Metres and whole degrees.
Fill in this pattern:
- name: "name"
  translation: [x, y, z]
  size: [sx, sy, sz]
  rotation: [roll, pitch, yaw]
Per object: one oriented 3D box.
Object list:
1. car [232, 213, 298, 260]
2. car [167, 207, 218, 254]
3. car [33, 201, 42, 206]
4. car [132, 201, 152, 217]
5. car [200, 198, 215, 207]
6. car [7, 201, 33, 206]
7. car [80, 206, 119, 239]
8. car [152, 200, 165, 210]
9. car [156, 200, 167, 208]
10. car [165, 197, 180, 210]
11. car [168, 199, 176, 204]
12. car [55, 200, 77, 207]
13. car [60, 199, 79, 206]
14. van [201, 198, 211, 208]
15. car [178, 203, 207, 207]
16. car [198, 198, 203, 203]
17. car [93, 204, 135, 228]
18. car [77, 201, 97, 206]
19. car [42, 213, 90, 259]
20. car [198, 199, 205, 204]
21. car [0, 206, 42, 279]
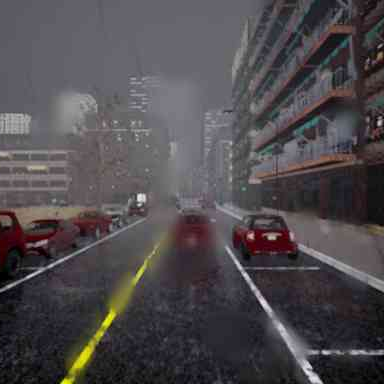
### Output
- name: "car"
  translation: [2.684, 1.573, 13.081]
  size: [1.967, 1.590, 4.097]
  rotation: [0, -1, 0]
- name: "car"
  translation: [0.032, 1.622, 14.227]
  size: [1.882, 1.535, 5.008]
  rotation: [0, 0, 1]
- name: "car"
  translation: [-39.167, 2.961, 82.045]
  size: [4.206, 1.307, 1.802]
  rotation: [-1, 1, 0]
- name: "car"
  translation: [-5.695, 1.799, 35.192]
  size: [1.967, 1.590, 4.097]
  rotation: [0, -1, 0]
- name: "car"
  translation: [2.688, 2.079, 51.770]
  size: [1.887, 1.381, 4.507]
  rotation: [0, -1, 0]
- name: "car"
  translation: [-38.396, 2.886, 73.507]
  size: [4.507, 1.381, 1.887]
  rotation: [-1, 1, 0]
- name: "car"
  translation: [-5.695, 1.734, 18.608]
  size: [1.887, 1.381, 4.507]
  rotation: [0, -1, 0]
- name: "car"
  translation: [-5.694, 1.975, 51.773]
  size: [1.967, 1.590, 4.097]
  rotation: [0, -1, 0]
- name: "car"
  translation: [-5.692, 2.236, 62.827]
  size: [1.802, 1.307, 4.206]
  rotation: [0, -1, 0]
- name: "car"
  translation: [-3.077, 1.785, 54.181]
  size: [2.150, 2.045, 5.566]
  rotation: [0, -1, 0]
- name: "car"
  translation: [-5.690, 2.577, 95.230]
  size: [1.947, 1.339, 4.313]
  rotation: [0, -1, 0]
- name: "car"
  translation: [-27.967, 2.740, 73.537]
  size: [4.403, 1.369, 2.008]
  rotation: [-1, 1, 0]
- name: "car"
  translation: [-30.266, 2.689, 82.159]
  size: [4.097, 1.590, 1.967]
  rotation: [-1, 1, 0]
- name: "van"
  translation: [2.687, 1.995, 62.828]
  size: [1.690, 1.788, 3.998]
  rotation: [0, -1, 0]
- name: "car"
  translation: [0.022, 1.888, 28.229]
  size: [1.895, 1.301, 4.718]
  rotation: [0, -1, 1]
- name: "car"
  translation: [2.686, 1.909, 57.301]
  size: [2.192, 1.841, 5.009]
  rotation: [0, -1, 0]
- name: "car"
  translation: [-5.695, 1.796, 24.136]
  size: [2.008, 1.369, 4.403]
  rotation: [0, -1, 0]
- name: "car"
  translation: [-22.398, 2.659, 73.578]
  size: [4.403, 1.369, 2.008]
  rotation: [-1, 1, 0]
- name: "car"
  translation: [-5.695, 1.715, 13.081]
  size: [1.802, 1.307, 4.206]
  rotation: [0, -1, 0]
- name: "car"
  translation: [2.691, 2.593, 95.218]
  size: [1.802, 1.307, 4.206]
  rotation: [0, -1, 0]
- name: "car"
  translation: [-5.697, 1.392, 7.556]
  size: [2.192, 1.841, 5.009]
  rotation: [0, -1, 0]
